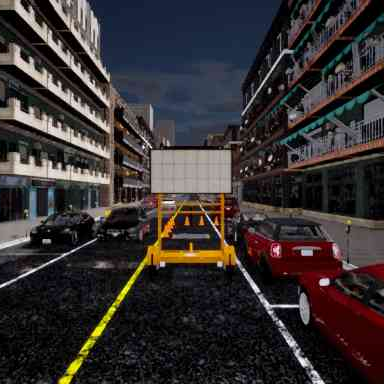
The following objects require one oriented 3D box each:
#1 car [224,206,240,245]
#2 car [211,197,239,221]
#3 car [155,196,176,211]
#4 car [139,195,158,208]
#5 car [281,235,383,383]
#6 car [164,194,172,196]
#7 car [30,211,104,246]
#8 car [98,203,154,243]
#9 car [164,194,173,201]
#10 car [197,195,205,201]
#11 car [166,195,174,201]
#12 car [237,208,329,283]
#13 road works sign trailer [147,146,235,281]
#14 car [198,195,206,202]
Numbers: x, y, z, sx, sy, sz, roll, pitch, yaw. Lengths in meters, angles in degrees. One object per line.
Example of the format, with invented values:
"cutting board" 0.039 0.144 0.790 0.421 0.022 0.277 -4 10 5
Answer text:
"car" 2.651 1.550 15.300 2.008 1.369 4.403 0 0 0
"car" 2.621 1.312 26.573 2.192 1.841 5.009 0 0 0
"car" -3.112 1.518 41.335 1.812 1.442 4.674 0 0 0
"car" -5.807 1.432 43.464 1.967 1.590 4.097 0 0 0
"car" 2.682 1.545 4.028 1.887 1.381 4.507 0 0 0
"car" -5.899 1.293 77.282 2.192 1.841 5.009 0 0 0
"car" -5.730 1.565 15.280 1.947 1.339 4.313 0 0 0
"car" -3.143 1.504 16.043 1.837 1.490 4.892 0 0 0
"car" -5.915 1.415 82.917 1.967 1.590 4.097 0 0 0
"car" 2.449 1.516 88.573 1.887 1.381 4.507 0 0 0
"car" -5.931 1.516 88.555 1.887 1.381 4.507 0 0 0
"car" 2.667 1.440 9.664 1.967 1.590 4.097 0 0 0
"road works sign trailer" -0.025 0.464 9.789 2.380 3.560 2.880 0 0 0
"car" 2.480 1.503 77.471 1.752 1.417 4.829 0 0 0
